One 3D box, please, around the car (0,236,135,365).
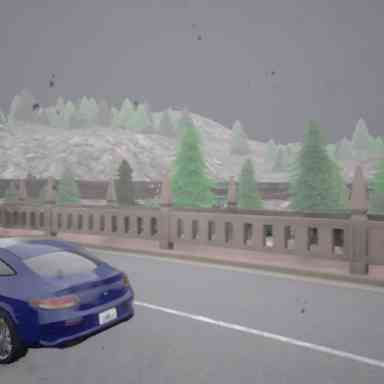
[{"bbox_3d":[-3.072,1.505,5.735,4.674,1.442,1.812,0,0,33],"label":"car"}]
